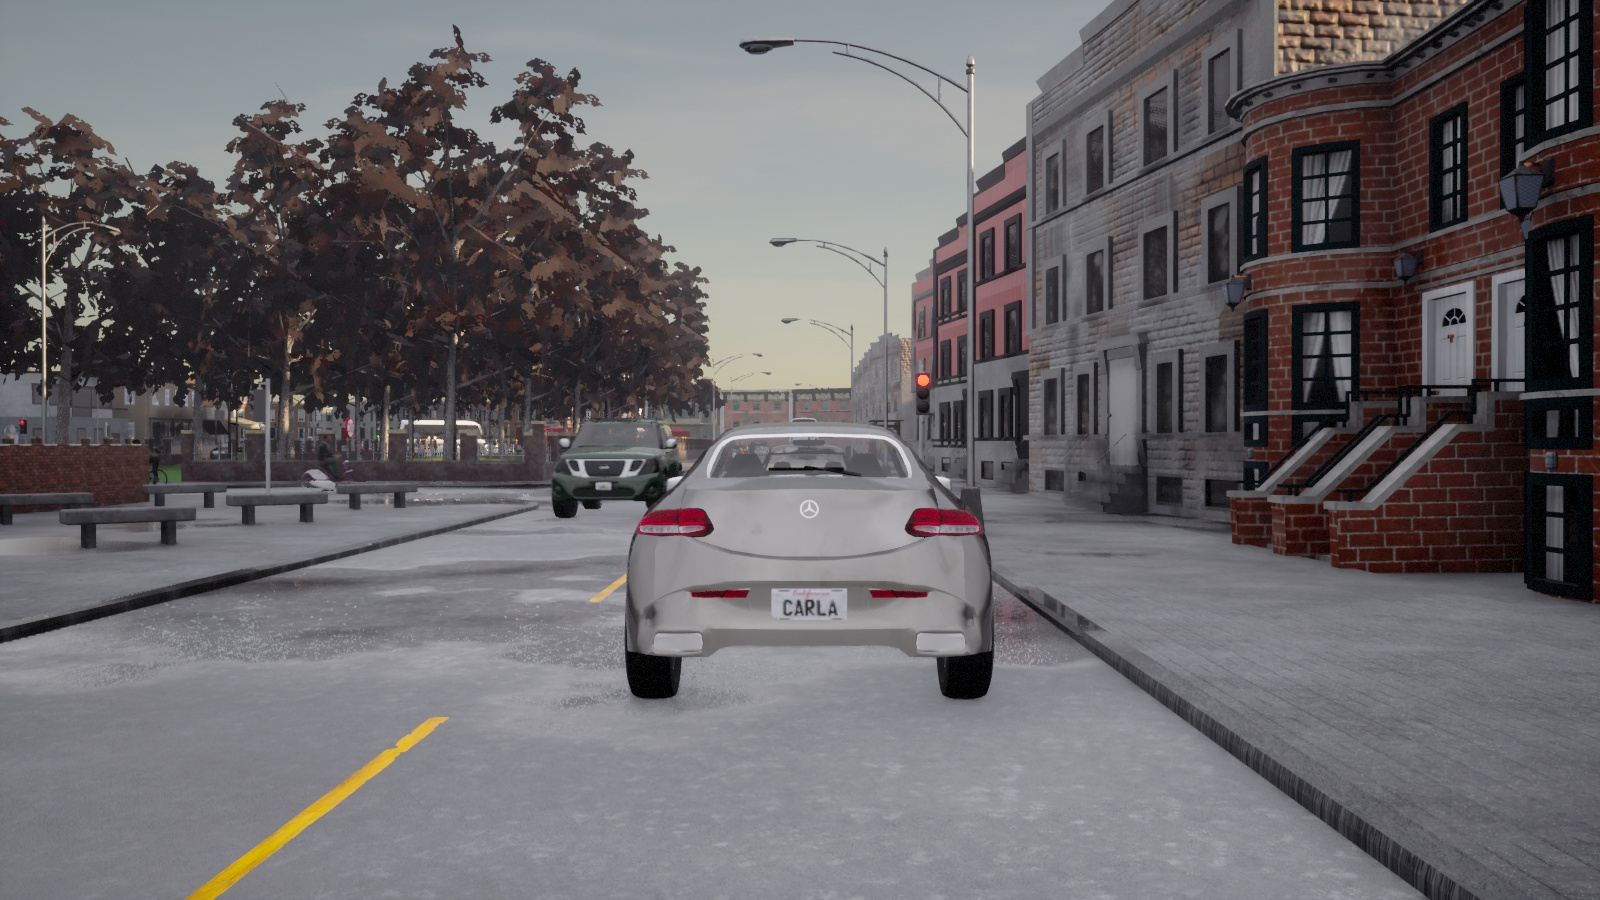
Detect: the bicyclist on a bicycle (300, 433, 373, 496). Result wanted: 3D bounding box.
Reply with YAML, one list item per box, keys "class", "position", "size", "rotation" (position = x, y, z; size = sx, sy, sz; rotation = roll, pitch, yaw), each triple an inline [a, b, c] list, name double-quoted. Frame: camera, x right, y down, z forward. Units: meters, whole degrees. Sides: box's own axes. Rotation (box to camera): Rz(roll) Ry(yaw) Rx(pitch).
- class: "bicyclist on a bicycle"
  position: [-13.258, 0.403, 35.955]
  size: [1.843, 1.776, 0.659]
  rotation: [0, 0, 0]

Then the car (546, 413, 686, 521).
- class: "car"
  position: [-3.743, 0.312, 26.570]
  size: [2.150, 2.045, 5.566]
  rotation: [0, 0, 0]

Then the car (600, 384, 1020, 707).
- class: "car"
  position: [0.064, 0.475, 8.950]
  size: [2.152, 1.651, 5.027]
  rotation: [0, 0, 0]
